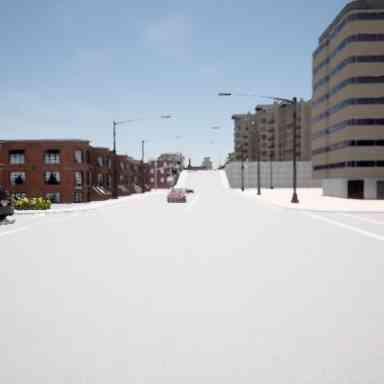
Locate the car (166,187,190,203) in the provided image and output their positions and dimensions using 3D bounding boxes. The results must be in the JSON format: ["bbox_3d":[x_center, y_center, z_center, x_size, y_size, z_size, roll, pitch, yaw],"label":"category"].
[{"bbox_3d":[-1.673,0.297,37.995,2.097,1.767,4.553,0,2,3],"label":"car"}]

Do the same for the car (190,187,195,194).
[{"bbox_3d":[-0.474,-0.256,64.069,1.895,1.301,4.718,0,2,3],"label":"car"}]

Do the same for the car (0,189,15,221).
[{"bbox_3d":[-13.525,0.845,20.002,5.566,2.045,2.150,0,1,12],"label":"car"}]
